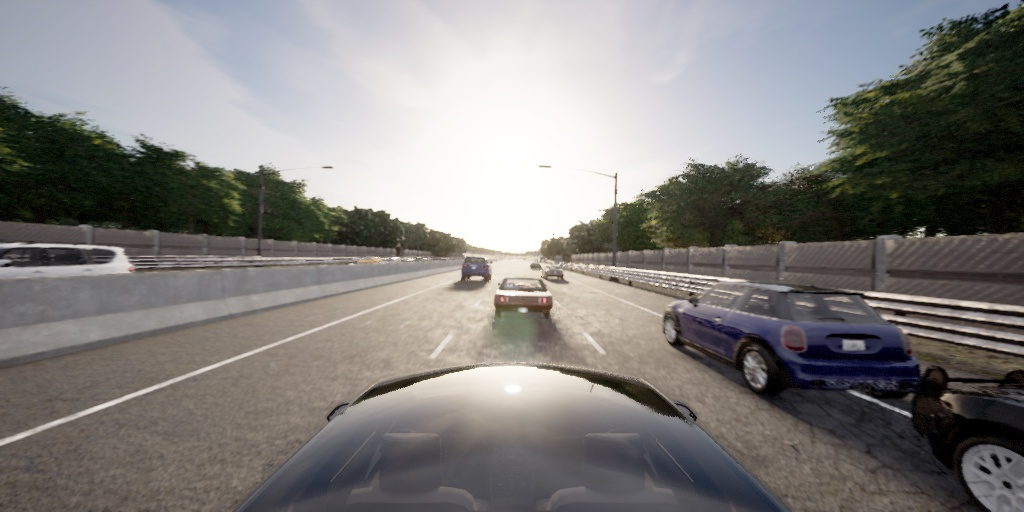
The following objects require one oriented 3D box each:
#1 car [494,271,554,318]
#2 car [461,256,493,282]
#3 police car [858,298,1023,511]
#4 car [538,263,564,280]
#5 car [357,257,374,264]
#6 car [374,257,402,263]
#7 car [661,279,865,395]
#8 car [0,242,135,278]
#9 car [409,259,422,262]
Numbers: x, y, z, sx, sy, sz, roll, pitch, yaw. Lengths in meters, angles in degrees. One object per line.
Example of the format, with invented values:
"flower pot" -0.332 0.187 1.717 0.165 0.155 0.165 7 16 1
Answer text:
"car" 0.381 1.418 13.465 1.895 1.301 4.718 2 0 1
"car" -2.938 1.022 30.522 2.150 2.045 5.566 2 0 1
"police car" 4.713 1.308 1.251 1.930 1.638 5.238 2 0 1
"car" 4.016 1.571 35.561 2.033 1.411 5.357 2 0 1
"car" -20.376 0.872 51.437 1.882 1.535 5.008 2 0 1
"car" -16.887 1.037 50.061 2.033 1.411 5.357 2 0 1
"car" 4.772 1.264 7.112 2.097 1.767 4.553 2 0 1
"car" -13.833 0.617 9.801 2.150 2.045 5.566 2 -1 1
"car" -13.397 1.152 50.115 1.994 1.385 4.181 2 0 1
